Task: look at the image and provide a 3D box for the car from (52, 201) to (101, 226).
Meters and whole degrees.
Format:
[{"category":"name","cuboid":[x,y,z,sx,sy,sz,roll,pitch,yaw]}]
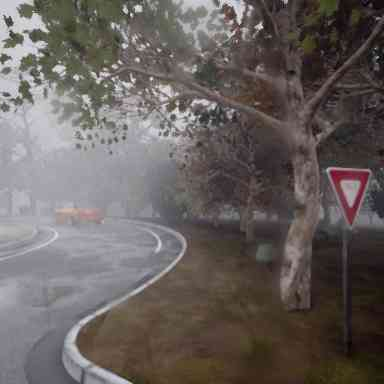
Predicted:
[{"category":"car","cuboid":[-8.439,1.422,24.029,2.097,1.767,4.553,0,0,-41]}]
